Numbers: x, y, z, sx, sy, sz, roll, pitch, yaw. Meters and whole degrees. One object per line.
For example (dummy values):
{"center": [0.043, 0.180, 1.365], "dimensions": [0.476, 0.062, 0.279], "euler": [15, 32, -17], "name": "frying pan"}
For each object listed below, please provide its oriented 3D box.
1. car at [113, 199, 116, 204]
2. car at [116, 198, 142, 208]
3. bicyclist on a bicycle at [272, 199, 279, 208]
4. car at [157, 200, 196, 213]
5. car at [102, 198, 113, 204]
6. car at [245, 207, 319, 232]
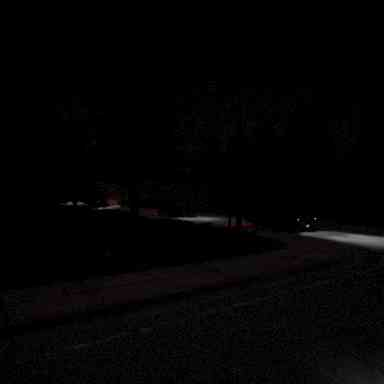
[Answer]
{"center": [-14.853, 1.621, 57.791], "dimensions": [2.033, 1.411, 5.357], "euler": [0, 0, -34], "name": "car"}
{"center": [-9.051, 1.564, 49.378], "dimensions": [2.128, 1.511, 4.902], "euler": [0, 0, -34], "name": "car"}
{"center": [7.760, 1.464, 31.122], "dimensions": [1.656, 1.620, 0.582], "euler": [22, -28, -26], "name": "bicyclist on a bicycle"}
{"center": [-1.506, 1.525, 31.868], "dimensions": [1.882, 1.535, 5.008], "euler": [0, 0, -34], "name": "car"}
{"center": [-14.337, 1.604, 50.816], "dimensions": [2.033, 1.411, 5.357], "euler": [0, 0, -34], "name": "car"}
{"center": [5.538, 1.644, 20.978], "dimensions": [1.895, 1.301, 4.718], "euler": [0, 0, -31], "name": "car"}
